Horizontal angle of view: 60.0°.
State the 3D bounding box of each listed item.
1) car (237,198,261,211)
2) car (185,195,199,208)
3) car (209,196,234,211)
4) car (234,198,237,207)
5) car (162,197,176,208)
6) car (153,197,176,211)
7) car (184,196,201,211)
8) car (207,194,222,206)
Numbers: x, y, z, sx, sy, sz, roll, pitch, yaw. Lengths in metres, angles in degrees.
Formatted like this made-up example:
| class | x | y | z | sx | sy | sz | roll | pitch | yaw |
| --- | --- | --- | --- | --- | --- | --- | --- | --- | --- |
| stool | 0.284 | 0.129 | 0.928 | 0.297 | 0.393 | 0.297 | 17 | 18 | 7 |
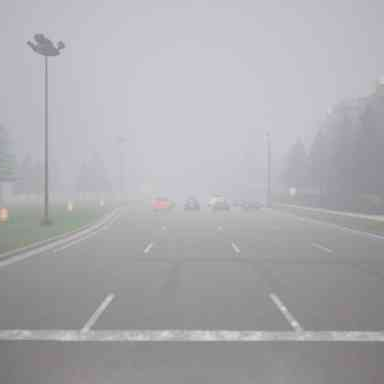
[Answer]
| class | x | y | z | sx | sy | sz | roll | pitch | yaw |
| --- | --- | --- | --- | --- | --- | --- | --- | --- | --- |
| car | 7.018 | 1.622 | 40.490 | 1.895 | 1.301 | 4.718 | 0 | 0 | 0 |
| car | 0.023 | 1.378 | 50.455 | 2.097 | 1.767 | 4.553 | 0 | 0 | 0 |
| car | 3.518 | 1.585 | 40.462 | 1.994 | 1.385 | 4.181 | 0 | 0 | 0 |
| car | 7.023 | 1.574 | 50.461 | 2.033 | 1.411 | 5.357 | 0 | 0 | 0 |
| car | -3.477 | 1.552 | 50.475 | 1.812 | 1.442 | 4.674 | 0 | 0 | 0 |
| car | -3.482 | 1.373 | 40.435 | 2.097 | 1.767 | 4.553 | 0 | 0 | 0 |
| car | 0.018 | 1.585 | 40.430 | 1.994 | 1.385 | 4.181 | 0 | 0 | 0 |
| car | 3.523 | 1.248 | 50.493 | 2.150 | 2.045 | 5.566 | 0 | 0 | 0 |
